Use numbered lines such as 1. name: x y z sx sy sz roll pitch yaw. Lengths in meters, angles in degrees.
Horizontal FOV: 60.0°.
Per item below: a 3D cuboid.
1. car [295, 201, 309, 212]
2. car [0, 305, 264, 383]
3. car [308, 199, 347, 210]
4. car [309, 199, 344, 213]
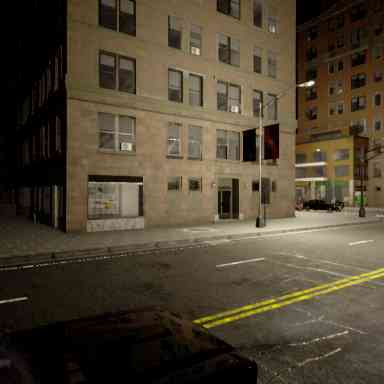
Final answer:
1. car: 10.828 1.420 38.350 1.967 1.590 4.097 0 0 -35
2. car: -1.700 1.601 2.230 4.718 1.301 1.895 0 0 -35
3. car: 17.405 1.576 42.947 1.947 1.339 4.313 0 0 -35
4. car: 14.563 1.516 37.435 1.812 1.442 4.674 0 0 -35
